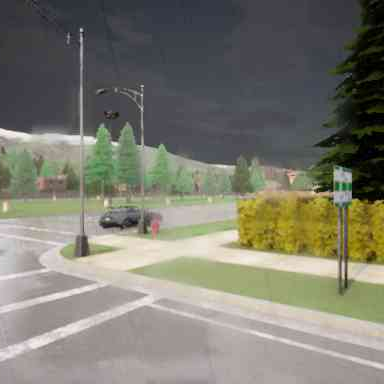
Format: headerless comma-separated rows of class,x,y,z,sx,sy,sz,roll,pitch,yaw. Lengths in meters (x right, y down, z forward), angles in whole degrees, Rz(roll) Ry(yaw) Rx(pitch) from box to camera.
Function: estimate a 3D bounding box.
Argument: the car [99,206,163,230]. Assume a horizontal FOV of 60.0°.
car,-3.767,1.565,21.081,1.994,1.385,4.181,0,0,36
